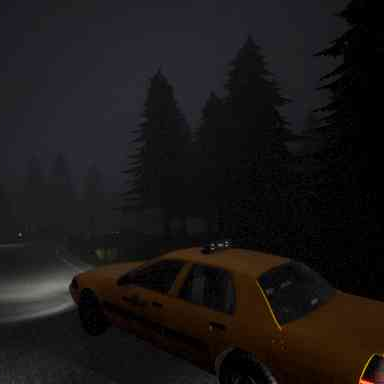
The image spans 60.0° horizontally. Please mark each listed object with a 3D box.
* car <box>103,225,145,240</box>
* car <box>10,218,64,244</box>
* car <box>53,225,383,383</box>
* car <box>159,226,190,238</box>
[{"bbox_3d":[-7.442,4.510,36.950,2.033,1.411,5.357,-4,-8,20],"label":"car"},{"bbox_3d":[-12.755,3.222,28.089,2.150,2.045,5.566,-4,-7,7],"label":"car"},{"bbox_3d":[0.143,1.440,4.734,5.366,1.575,1.801,0,1,43],"label":"car"},{"bbox_3d":[-2.326,5.543,46.260,1.882,1.535,5.008,-5,-8,30],"label":"car"}]
